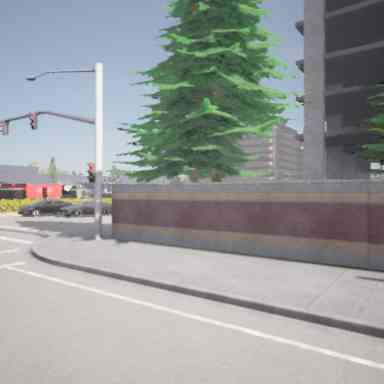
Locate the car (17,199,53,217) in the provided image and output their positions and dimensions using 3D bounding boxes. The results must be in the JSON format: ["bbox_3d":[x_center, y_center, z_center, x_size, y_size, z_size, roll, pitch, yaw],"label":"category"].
[{"bbox_3d":[-13.457,1.452,30.676,1.837,1.490,4.892,0,0,35],"label":"car"}]

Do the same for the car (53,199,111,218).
[{"bbox_3d":[-9.436,1.495,30.311,2.033,1.411,5.357,0,0,35],"label":"car"}]
